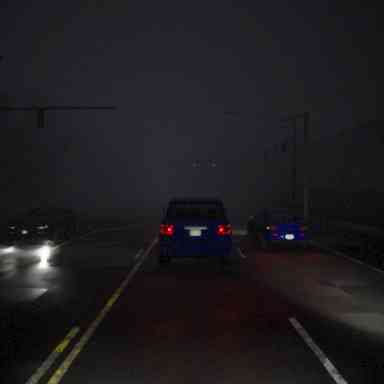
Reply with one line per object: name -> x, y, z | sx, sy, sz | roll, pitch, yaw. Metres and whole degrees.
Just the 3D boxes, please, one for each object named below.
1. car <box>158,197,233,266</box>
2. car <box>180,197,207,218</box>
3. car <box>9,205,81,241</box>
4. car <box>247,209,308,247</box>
car -> 0.108, 1.178, 11.509 | 2.150, 2.045, 5.566 | 0, 0, 0
car -> 0.105, 1.293, 28.947 | 2.128, 1.511, 4.902 | 0, 1, 0
car -> -7.006, 1.442, 16.362 | 1.837, 1.490, 4.892 | 0, 0, 0
car -> 3.602, 1.471, 14.579 | 1.812, 1.442, 4.674 | 0, 0, 0
